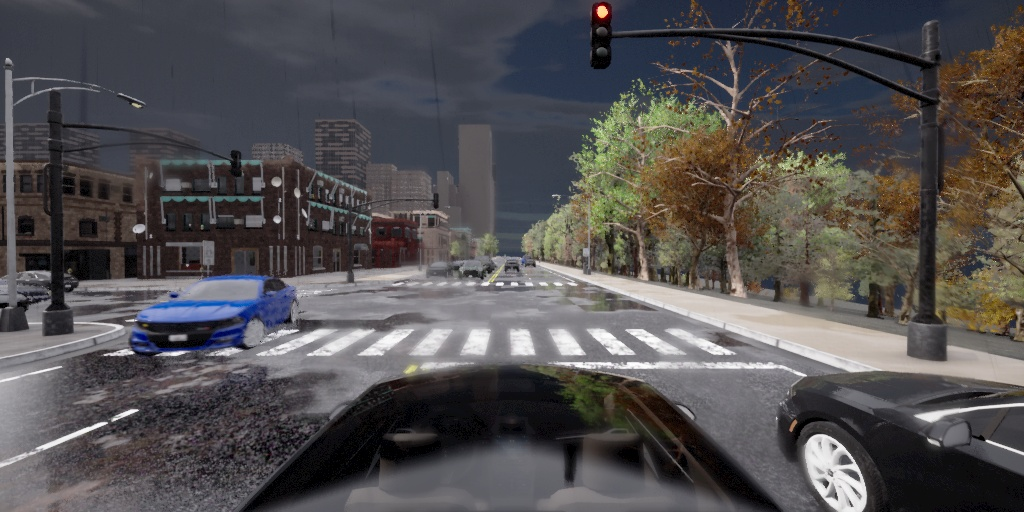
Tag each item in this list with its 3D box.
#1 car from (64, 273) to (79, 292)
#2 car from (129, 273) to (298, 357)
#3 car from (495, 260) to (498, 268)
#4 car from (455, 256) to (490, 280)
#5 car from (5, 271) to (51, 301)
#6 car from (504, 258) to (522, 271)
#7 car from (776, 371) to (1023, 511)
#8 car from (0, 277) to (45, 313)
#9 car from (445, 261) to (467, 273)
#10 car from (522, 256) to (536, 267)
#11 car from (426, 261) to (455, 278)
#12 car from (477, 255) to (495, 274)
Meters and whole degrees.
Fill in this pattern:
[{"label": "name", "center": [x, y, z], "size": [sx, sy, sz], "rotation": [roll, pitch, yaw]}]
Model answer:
[{"label": "car", "center": [-28.326, 1.559, 21.131], "size": [4.403, 1.370, 2.007], "rotation": [0, 0, 0]}, {"label": "car", "center": [-6.877, 1.227, 8.948], "size": [1.882, 1.535, 5.008], "rotation": [1, 0, -18]}, {"label": "car", "center": [-3.457, 1.296, 50.784], "size": [1.994, 1.385, 4.181], "rotation": [0, 0, 0]}, {"label": "car", "center": [-3.413, 1.093, 31.699], "size": [2.097, 1.767, 4.553], "rotation": [0, 0, 0]}, {"label": "car", "center": [-23.345, 1.557, 15.340], "size": [5.357, 1.411, 2.033], "rotation": [-1, 1, 0]}, {"label": "car", "center": [-0.009, 1.237, 48.114], "size": [1.837, 1.490, 4.892], "rotation": [0, 0, 0]}, {"label": "car", "center": [3.366, 1.255, 1.263], "size": [1.837, 1.490, 4.892], "rotation": [0, 0, -2]}, {"label": "car", "center": [-19.973, 1.565, 12.639], "size": [4.313, 1.339, 1.948], "rotation": [0, 0, 0]}, {"label": "car", "center": [-6.683, 1.336, 43.487], "size": [1.895, 1.301, 4.718], "rotation": [0, 0, 0]}, {"label": "car", "center": [3.203, 1.231, 63.662], "size": [1.837, 1.490, 4.892], "rotation": [0, 0, 0]}, {"label": "car", "center": [-6.664, 1.217, 33.525], "size": [1.882, 1.535, 5.008], "rotation": [0, 0, 0]}, {"label": "car", "center": [-3.435, 0.958, 41.278], "size": [2.150, 2.045, 5.566], "rotation": [0, 0, 0]}]
